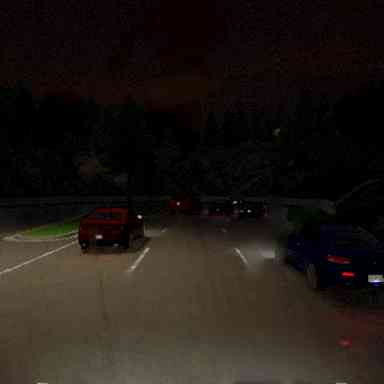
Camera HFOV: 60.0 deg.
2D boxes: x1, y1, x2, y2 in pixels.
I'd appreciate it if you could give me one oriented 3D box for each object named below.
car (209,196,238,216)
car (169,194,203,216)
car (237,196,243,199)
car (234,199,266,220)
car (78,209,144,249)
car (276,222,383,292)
[{"bbox_3d":[3.045,1.478,33.085,1.882,1.535,5.008,0,0,16],"label":"car"},{"bbox_3d":[-0.529,1.218,33.529,2.150,2.045,5.566,0,0,16],"label":"car"},{"bbox_3d":[5.808,1.352,43.237,2.097,1.767,4.553,0,0,14],"label":"car"},{"bbox_3d":[5.191,1.547,28.462,2.033,1.411,5.357,0,0,16],"label":"car"},{"bbox_3d":[-3.346,1.477,14.540,1.882,1.535,5.008,0,0,1],"label":"car"},{"bbox_3d":[3.603,1.526,8.814,1.812,1.442,4.674,0,0,0],"label":"car"}]
